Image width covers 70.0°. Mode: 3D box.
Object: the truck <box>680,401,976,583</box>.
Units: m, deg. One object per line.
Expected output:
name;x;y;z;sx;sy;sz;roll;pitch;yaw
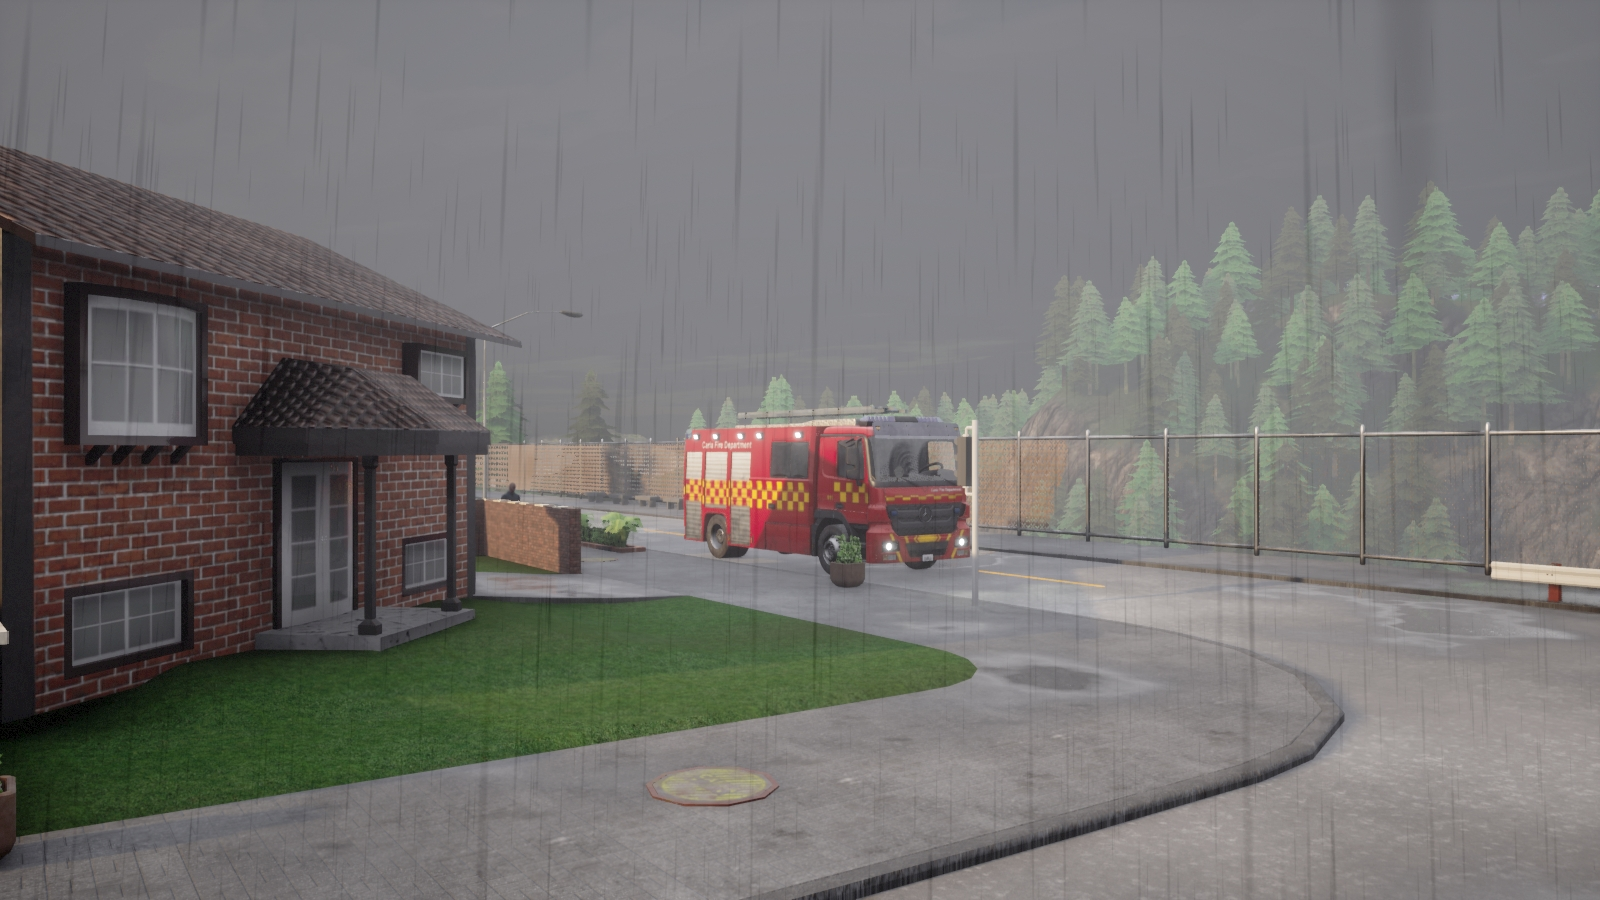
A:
truck;0.353;0.890;28.322;2.891;3.827;8.468;0;0;-35

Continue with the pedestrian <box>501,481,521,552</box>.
pedestrian;-7.645;1.745;30.221;0.375;1.860;0.375;0;0;-38
